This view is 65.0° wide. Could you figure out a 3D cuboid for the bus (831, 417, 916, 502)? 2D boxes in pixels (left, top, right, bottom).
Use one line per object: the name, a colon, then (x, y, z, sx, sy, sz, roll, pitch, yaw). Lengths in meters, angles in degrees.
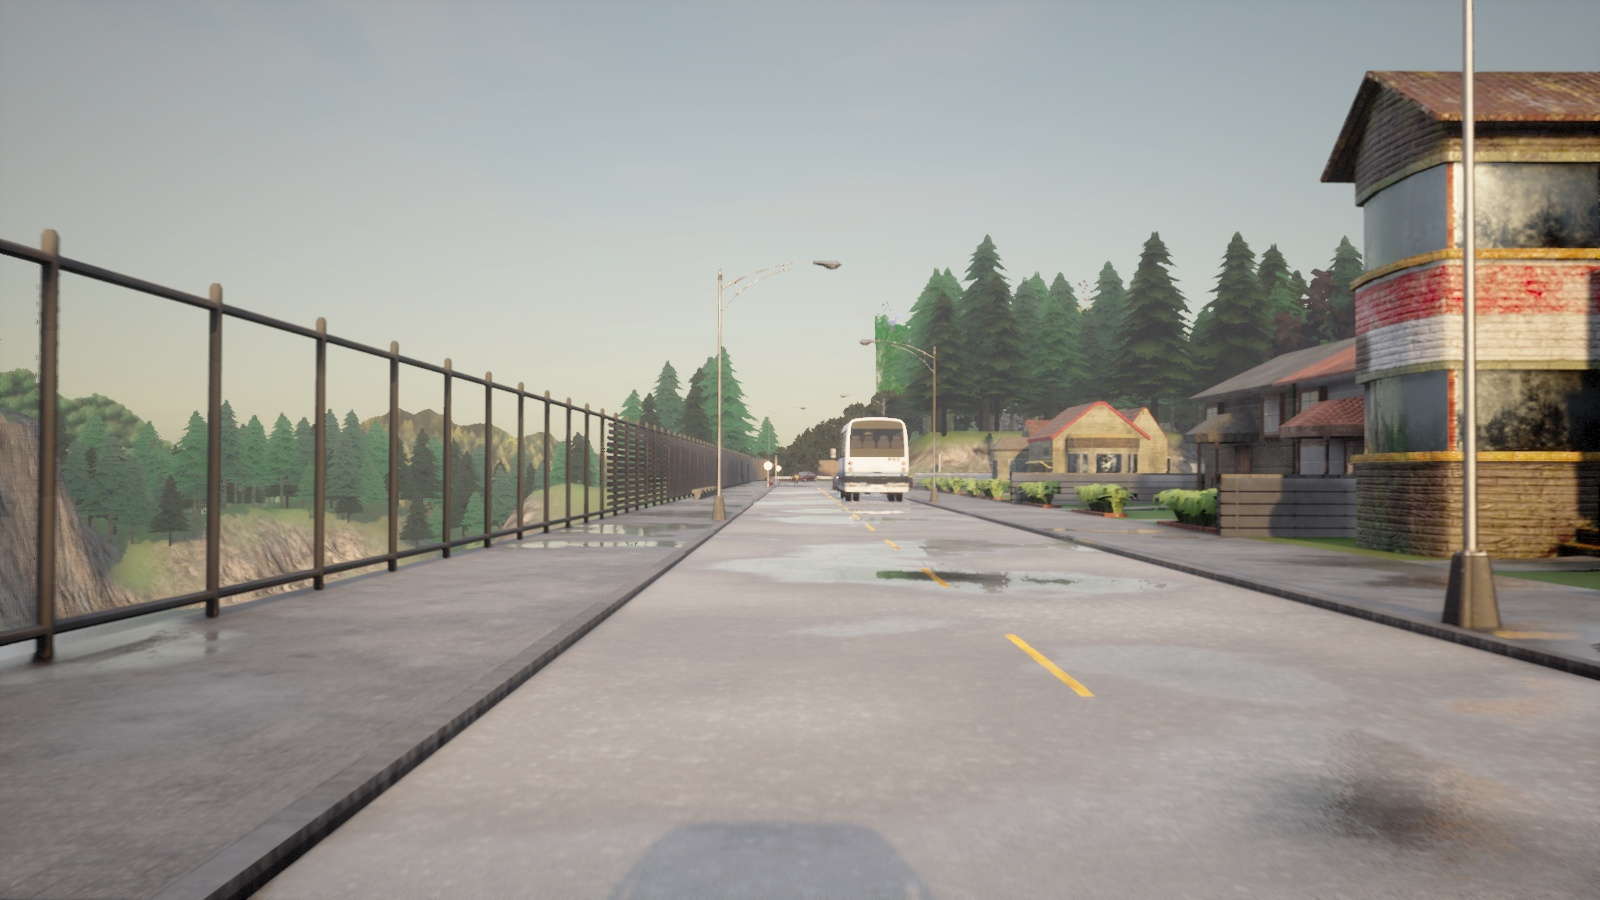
bus: (3.829, 0.566, 68.262, 3.944, 4.253, 10.273, 0, -1, 0)
